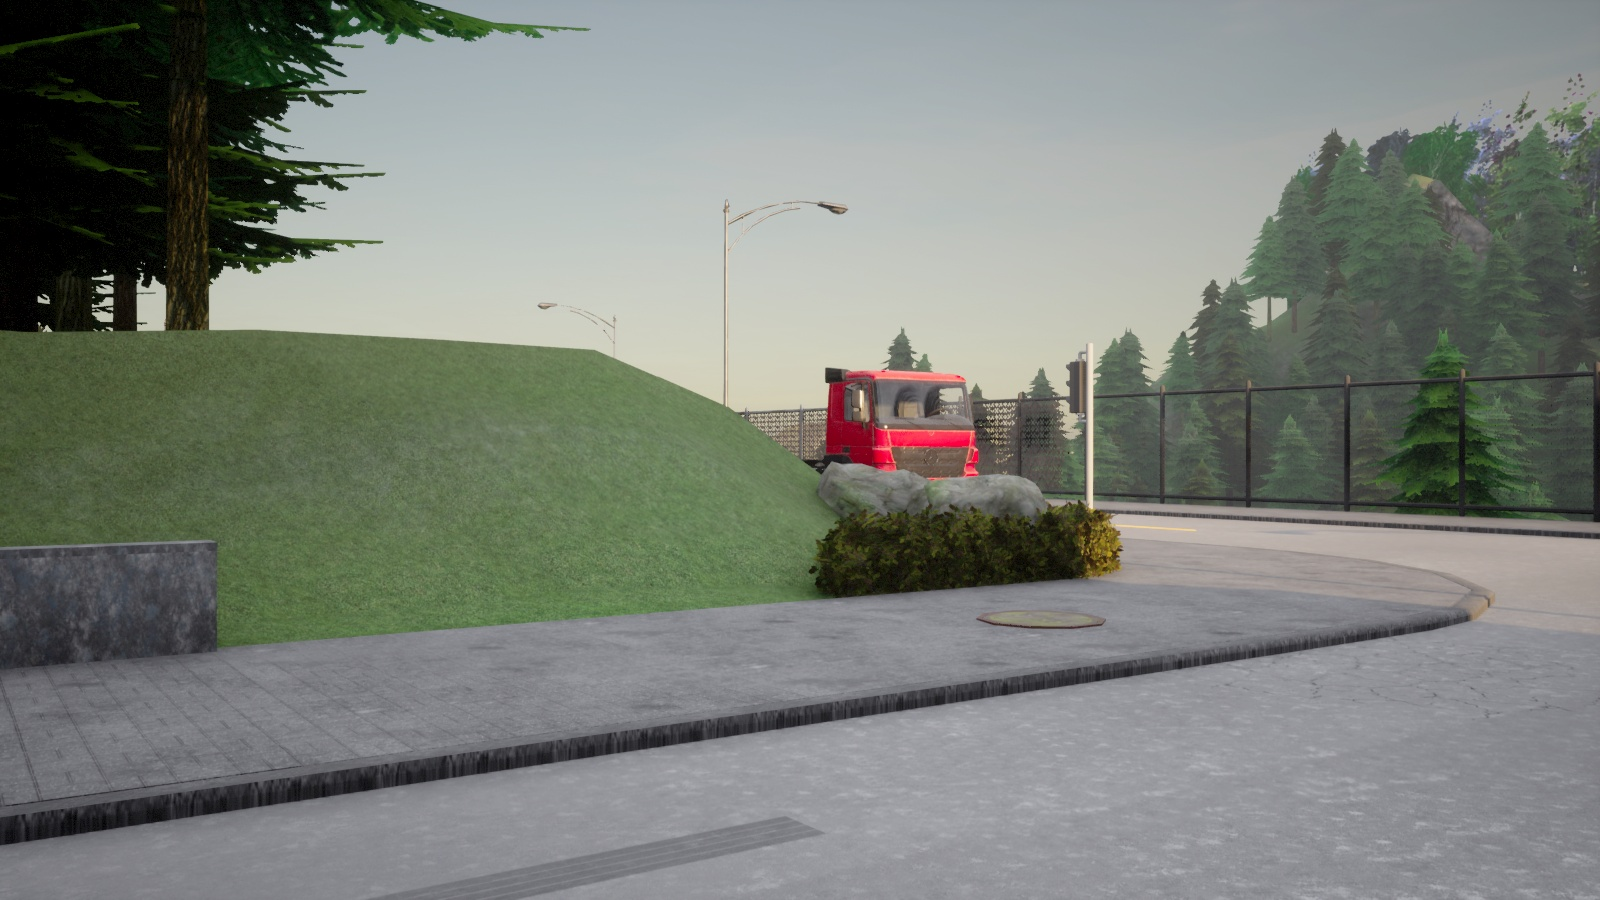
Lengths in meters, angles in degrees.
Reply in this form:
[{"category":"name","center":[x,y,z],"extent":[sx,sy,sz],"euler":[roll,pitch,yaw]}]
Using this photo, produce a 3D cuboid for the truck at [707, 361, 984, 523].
[{"category":"truck","center":[0.836,-0.163,30.914],"extent":[2.891,3.462,7.936],"euler":[0,0,-32]}]
